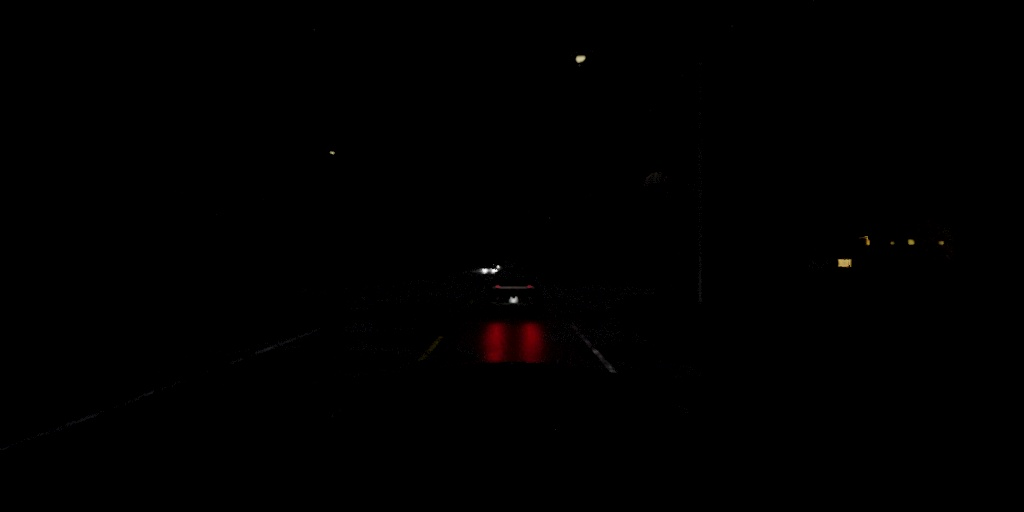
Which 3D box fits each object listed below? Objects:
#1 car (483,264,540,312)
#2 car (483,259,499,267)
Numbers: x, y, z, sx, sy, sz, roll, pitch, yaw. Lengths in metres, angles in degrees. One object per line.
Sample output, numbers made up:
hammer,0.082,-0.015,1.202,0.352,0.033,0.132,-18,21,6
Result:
car,0.068,1.248,14.224,2.128,1.511,4.902,0,0,0
car,-3.545,1.421,57.774,1.895,1.301,4.718,0,0,1
